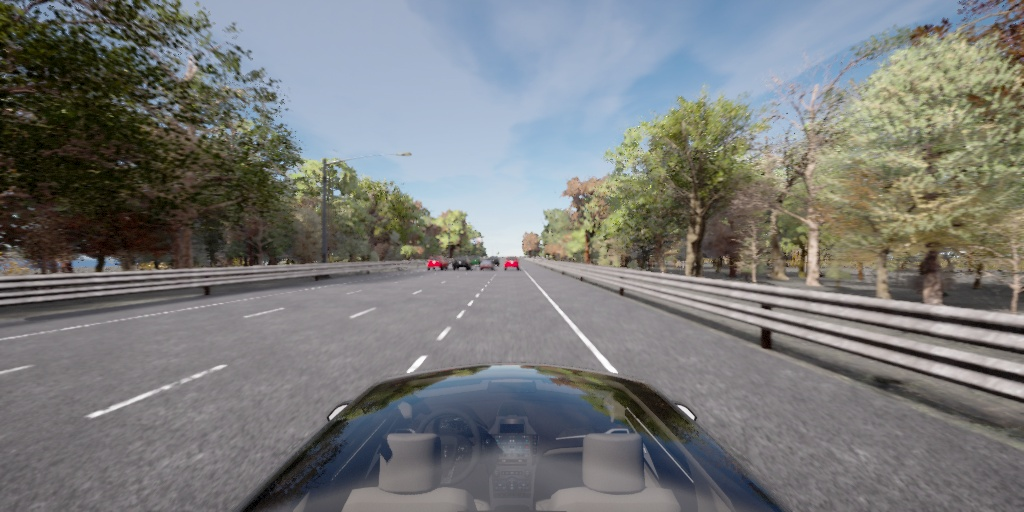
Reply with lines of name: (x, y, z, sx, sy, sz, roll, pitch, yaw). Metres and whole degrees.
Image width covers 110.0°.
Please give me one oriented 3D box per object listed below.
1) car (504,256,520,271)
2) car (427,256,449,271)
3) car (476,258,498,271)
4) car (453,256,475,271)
car: (-0.013, 0.995, 51.023, 2.150, 2.045, 5.566, 0, 0, 0)
car: (-10.513, 0.996, 51.017, 2.150, 2.045, 5.566, 0, 0, 0)
car: (-3.513, 1.327, 50.984, 2.033, 1.411, 5.357, 0, 0, 0)
car: (-7.013, 0.996, 51.022, 2.150, 2.045, 5.566, 0, 0, 0)
